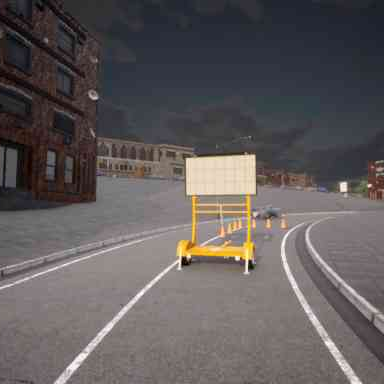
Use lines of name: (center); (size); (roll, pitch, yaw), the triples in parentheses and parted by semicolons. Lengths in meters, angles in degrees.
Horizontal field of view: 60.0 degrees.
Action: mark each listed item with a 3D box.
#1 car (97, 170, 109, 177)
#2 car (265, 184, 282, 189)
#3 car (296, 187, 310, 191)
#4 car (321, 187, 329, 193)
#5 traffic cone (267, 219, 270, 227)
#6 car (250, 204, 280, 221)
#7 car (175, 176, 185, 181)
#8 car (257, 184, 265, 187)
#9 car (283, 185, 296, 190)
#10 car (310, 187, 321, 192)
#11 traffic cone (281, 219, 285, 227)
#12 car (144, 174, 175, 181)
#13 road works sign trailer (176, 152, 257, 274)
car: (-15.363, -2.775, 52.256); (4.553, 1.767, 2.185); (2, -5, -32)
car: (16.971, -1.034, 73.615); (4.792, 1.488, 2.163); (3, -6, -37)
car: (25.541, -0.526, 80.397); (4.892, 1.521, 2.231); (4, -6, -39)
car: (34.046, -0.136, 87.748); (5.566, 2.045, 2.435); (5, -6, -41)
traffic cone: (5.338, 2.166, 23.209); (0.340, 0.580, 0.340); (-2, -1, 17)
car: (7.141, 1.963, 32.715); (2.128, 1.511, 4.902); (-3, -3, 34)
car: (-1.372, -2.061, 60.900); (4.892, 1.521, 2.231); (3, -5, -32)
car: (12.380, -1.458, 70.212); (4.553, 1.767, 2.185); (3, -6, -35)
car: (21.331, -0.758, 76.988); (4.674, 1.452, 2.002); (3, -6, -38)
car: (29.837, -0.345, 84.043); (4.553, 1.767, 2.185); (4, -6, -40)
traffic cone: (6.290, 2.136, 22.916); (0.340, 0.580, 0.340); (-2, -1, 17)
car: (-6.060, -2.267, 57.995); (4.892, 1.521, 2.231); (2, -5, -32)
road works sign trailer: (0.985, 0.528, 10.954); (2.380, 3.560, 2.880); (-1, -1, 18)
